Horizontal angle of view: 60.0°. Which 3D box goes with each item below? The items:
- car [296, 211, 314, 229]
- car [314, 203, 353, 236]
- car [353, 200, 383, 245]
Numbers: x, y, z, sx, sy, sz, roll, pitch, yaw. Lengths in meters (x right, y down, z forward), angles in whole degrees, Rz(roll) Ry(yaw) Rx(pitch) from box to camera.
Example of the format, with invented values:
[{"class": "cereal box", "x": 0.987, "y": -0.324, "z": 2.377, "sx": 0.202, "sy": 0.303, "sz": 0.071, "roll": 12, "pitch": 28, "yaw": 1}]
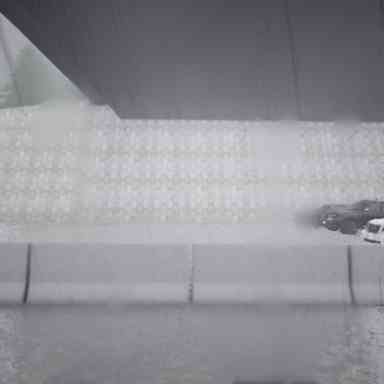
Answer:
[{"class": "car", "x": 9.724, "y": 1.632, "z": 23.345, "sx": 4.553, "sy": 1.767, "sz": 2.097, "roll": 1, "pitch": 0, "yaw": -1}, {"class": "car", "x": 10.646, "y": 1.483, "z": 19.869, "sx": 5.566, "sy": 2.045, "sz": 2.150, "roll": 1, "pitch": 0, "yaw": -2}, {"class": "car", "x": 9.624, "y": 1.416, "z": 12.840, "sx": 5.566, "sy": 2.045, "sz": 2.150, "roll": 1, "pitch": 0, "yaw": -2}]
